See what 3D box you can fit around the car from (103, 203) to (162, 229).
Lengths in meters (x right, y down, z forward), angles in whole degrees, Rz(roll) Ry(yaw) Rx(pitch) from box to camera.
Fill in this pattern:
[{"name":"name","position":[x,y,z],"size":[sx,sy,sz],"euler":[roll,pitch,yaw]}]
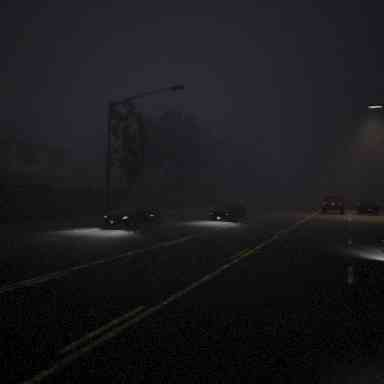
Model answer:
[{"name":"car","position":[-3.599,1.460,21.162],"size":[1.812,1.442,4.674],"euler":[1,0,25]}]

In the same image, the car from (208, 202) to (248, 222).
[{"name":"car","position":[3.129,1.570,27.193],"size":[2.033,1.411,5.357],"euler":[1,0,25]}]

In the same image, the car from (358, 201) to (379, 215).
[{"name":"car","position":[19.627,1.718,37.037],"size":[1.882,1.535,5.008],"euler":[1,0,25]}]

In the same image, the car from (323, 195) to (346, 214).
[{"name":"car","position":[16.348,1.418,38.282],"size":[2.150,2.045,5.566],"euler":[1,0,25]}]
